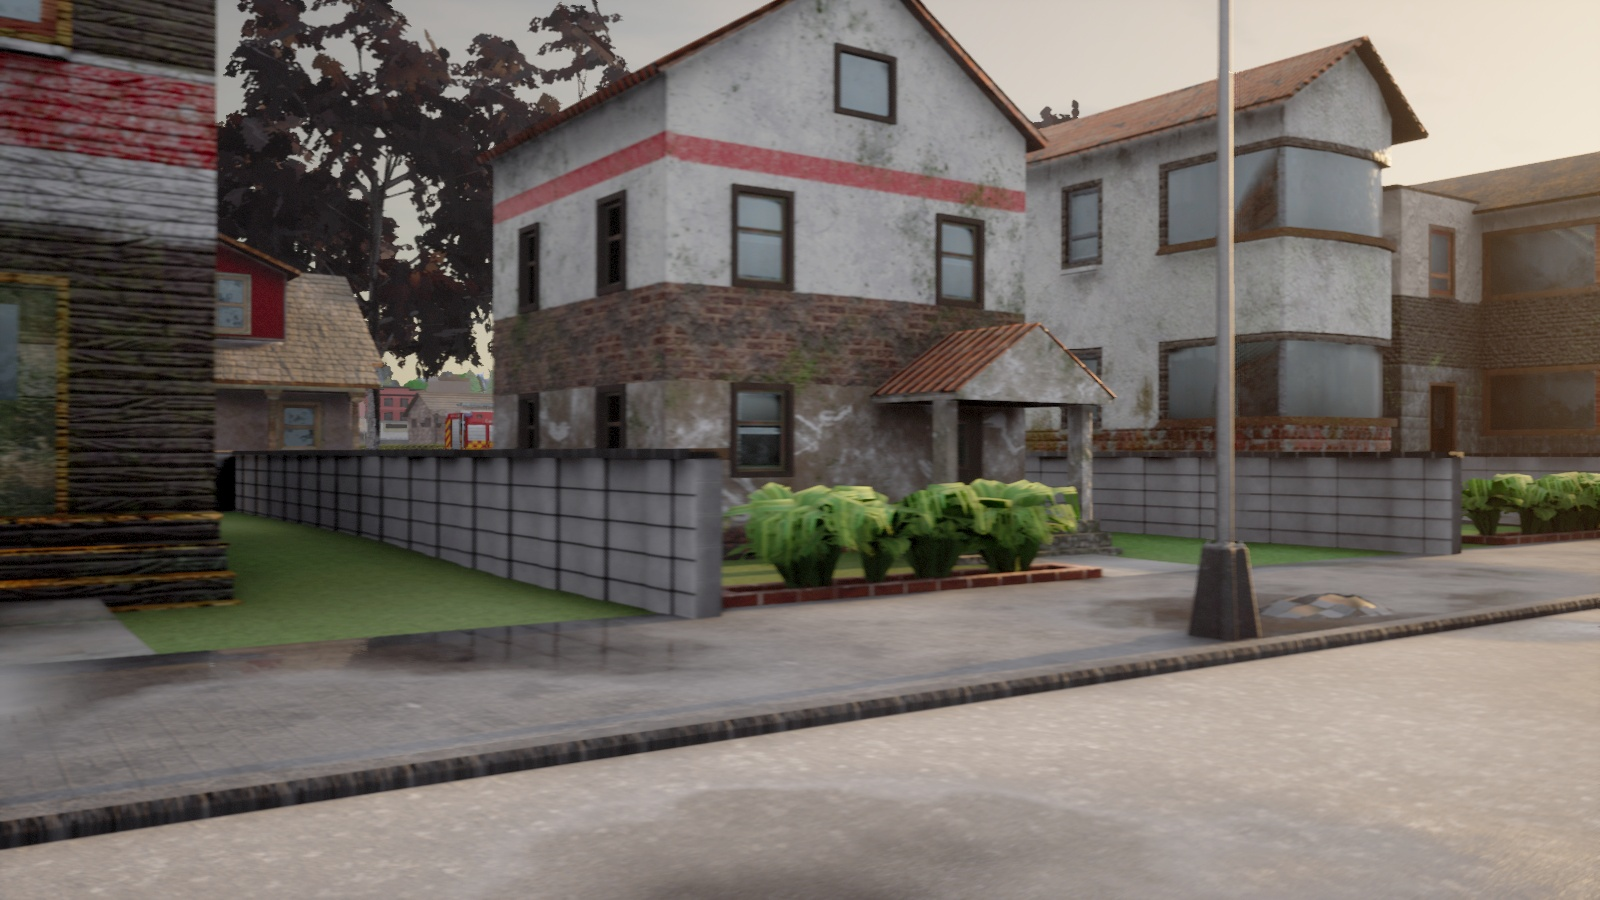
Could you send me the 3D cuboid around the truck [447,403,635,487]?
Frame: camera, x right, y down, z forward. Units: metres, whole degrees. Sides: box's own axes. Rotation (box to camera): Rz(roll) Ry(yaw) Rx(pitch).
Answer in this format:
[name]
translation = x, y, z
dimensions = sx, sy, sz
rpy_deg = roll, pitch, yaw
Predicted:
[truck]
translation = -12.448, -0.244, 60.821
dimensions = 8.468, 3.827, 2.891
rpy_deg = 0, 0, -35
